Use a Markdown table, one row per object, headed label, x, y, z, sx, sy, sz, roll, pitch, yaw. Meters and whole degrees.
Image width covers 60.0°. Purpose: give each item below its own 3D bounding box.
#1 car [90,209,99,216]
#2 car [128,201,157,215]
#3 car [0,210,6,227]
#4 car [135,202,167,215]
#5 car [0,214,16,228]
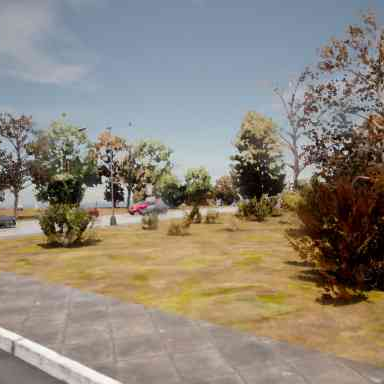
| label | x | y | z | sx | sy | sz | roll | pitch | yaw |
| --- | --- | --- | --- | --- | --- | --- | --- | --- | --- |
| car | -12.154 | 2.387 | 35.185 | 1.882 | 1.535 | 5.008 | -3 | -2 | 33 |
| car | -7.146 | 2.370 | 49.732 | 2.150 | 2.045 | 5.566 | -3 | -2 | 32 |
| car | -19.771 | 2.531 | 29.860 | 1.882 | 1.535 | 5.008 | -3 | -2 | 35 |
| car | -5.246 | 2.497 | 46.162 | 1.812 | 1.442 | 4.674 | -3 | -2 | 31 |
| car | -17.023 | 2.455 | 27.696 | 1.994 | 1.385 | 4.181 | -3 | -2 | 34 |
